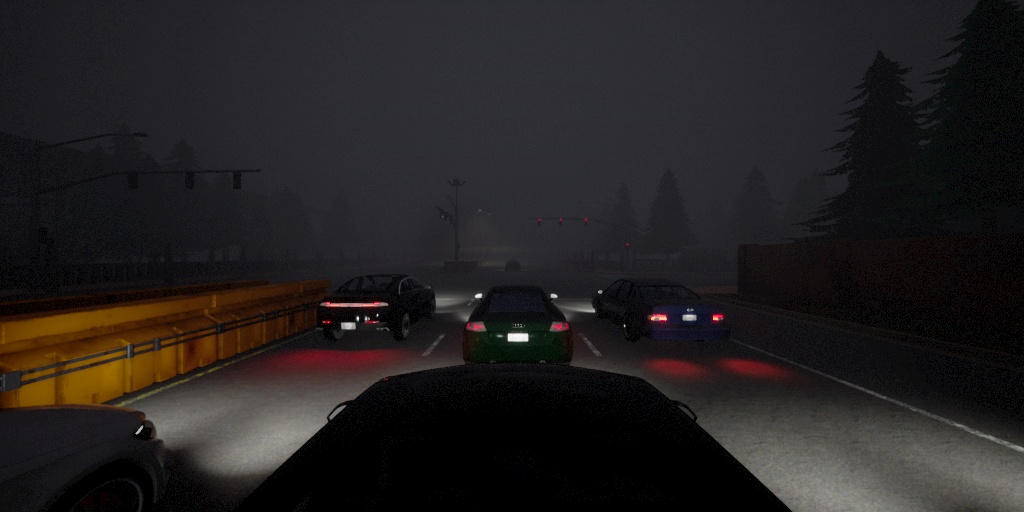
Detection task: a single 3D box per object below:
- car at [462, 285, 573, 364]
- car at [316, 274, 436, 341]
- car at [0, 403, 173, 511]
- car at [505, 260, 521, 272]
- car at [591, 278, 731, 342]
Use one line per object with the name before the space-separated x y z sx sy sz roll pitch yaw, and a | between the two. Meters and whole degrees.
car | 0.099 1.313 7.924 1.994 1.385 4.181 0 0 0
car | -3.400 1.240 9.875 2.128 1.511 4.902 0 0 0
car | -3.403 1.276 0.638 1.812 1.442 4.674 0 0 0
car | 0.097 1.222 45.704 1.882 1.535 5.008 0 0 0
car | 3.599 1.296 9.781 2.033 1.411 5.357 0 0 0
